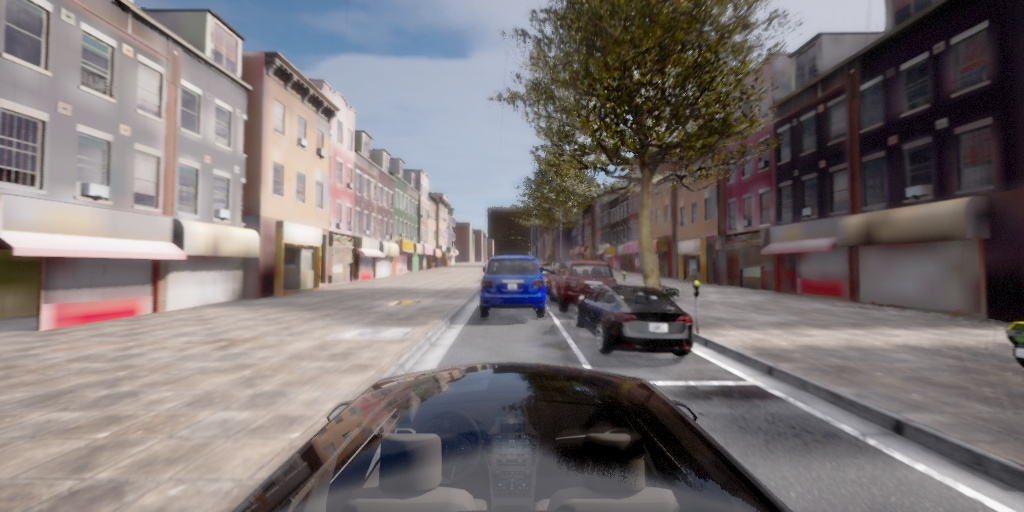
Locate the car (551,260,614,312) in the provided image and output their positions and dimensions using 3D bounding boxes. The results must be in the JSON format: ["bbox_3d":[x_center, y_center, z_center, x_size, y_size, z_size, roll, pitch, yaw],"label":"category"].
[{"bbox_3d":[2.643,1.096,14.145,2.192,1.841,5.009,0,0,0],"label":"car"}]

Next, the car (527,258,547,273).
[{"bbox_3d":[2.995,1.094,43.991,2.097,1.767,4.553,0,0,0],"label":"car"}]

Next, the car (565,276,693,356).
[{"bbox_3d":[2.642,1.337,8.586,1.948,1.339,4.313,0,0,0],"label":"car"}]

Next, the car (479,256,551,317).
[{"bbox_3d":[0.038,1.003,13.433,2.150,2.045,5.566,0,0,1],"label":"car"}]
